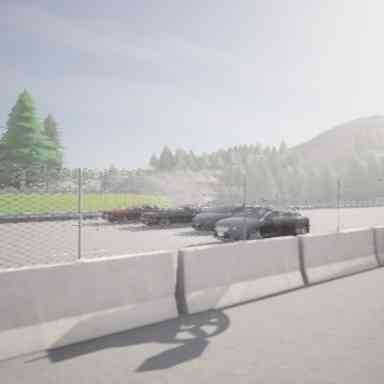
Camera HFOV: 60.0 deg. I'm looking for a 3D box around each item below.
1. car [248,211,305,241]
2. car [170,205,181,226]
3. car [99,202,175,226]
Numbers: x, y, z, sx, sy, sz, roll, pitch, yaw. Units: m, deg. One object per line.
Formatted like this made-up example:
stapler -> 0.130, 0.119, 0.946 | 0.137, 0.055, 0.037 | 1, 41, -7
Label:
car -> 3.164, 1.409, 14.651 | 4.902, 1.511, 2.128 | 0, 0, -35
car -> -0.790, 1.463, 20.428 | 4.718, 1.301, 1.895 | 0, 0, -35
car -> -3.680, 1.434, 22.688 | 4.718, 1.301, 1.895 | 0, 0, -35
